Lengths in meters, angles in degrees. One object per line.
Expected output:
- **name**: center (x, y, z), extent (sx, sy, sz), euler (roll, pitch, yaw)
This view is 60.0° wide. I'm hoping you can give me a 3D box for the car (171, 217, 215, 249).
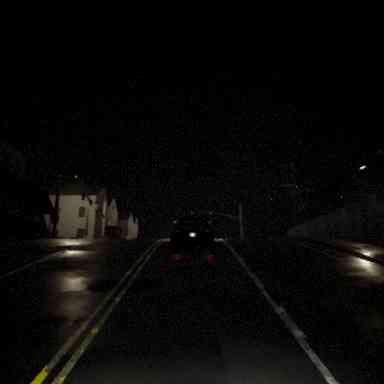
- **car**: center (0.028, 1.895, 16.109), extent (1.994, 1.385, 4.181), euler (0, -3, 0)
